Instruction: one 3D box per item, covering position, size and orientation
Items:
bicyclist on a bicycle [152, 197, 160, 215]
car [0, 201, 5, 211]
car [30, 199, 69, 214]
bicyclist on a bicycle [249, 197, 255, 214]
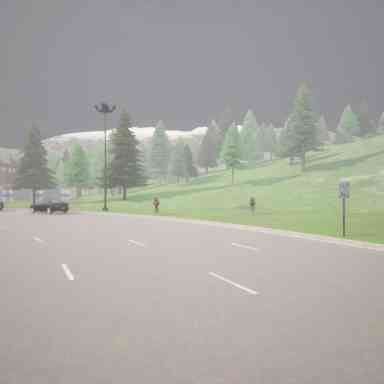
[{"bbox_3d":[-3.307,1.299,30.884,0.582,1.620,1.656,0,-2,-31],"label":"bicyclist on a bicycle"},{"bbox_3d":[-24.367,1.521,39.619,4.674,1.442,1.812,0,0,23],"label":"car"},{"bbox_3d":[-15.039,1.473,34.929,5.008,1.535,1.882,0,0,33],"label":"car"},{"bbox_3d":[5.762,1.305,31.646,0.582,1.620,1.656,0,-2,-1],"label":"bicyclist on a bicycle"}]
